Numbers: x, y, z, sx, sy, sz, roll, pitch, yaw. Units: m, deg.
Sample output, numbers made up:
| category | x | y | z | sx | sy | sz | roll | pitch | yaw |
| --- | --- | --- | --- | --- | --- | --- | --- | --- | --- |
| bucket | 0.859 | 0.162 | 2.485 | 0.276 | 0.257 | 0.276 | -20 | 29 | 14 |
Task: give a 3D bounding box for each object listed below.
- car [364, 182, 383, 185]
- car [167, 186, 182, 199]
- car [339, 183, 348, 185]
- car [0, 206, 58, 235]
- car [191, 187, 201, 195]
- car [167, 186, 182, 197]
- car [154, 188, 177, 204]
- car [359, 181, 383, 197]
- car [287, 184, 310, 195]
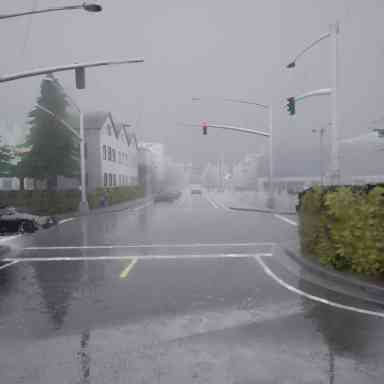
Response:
| category | x | y | z | sx | sy | sz | roll | pitch | yaw |
| --- | --- | --- | --- | --- | --- | --- | --- | --- | --- |
| car | 19.542 | -0.105 | 33.517 | 1.905 | 1.878 | 3.866 | -1 | 2 | 0 |
| car | -2.967 | 0.117 | 46.047 | 2.097 | 1.767 | 4.553 | -1 | 2 | 1 |
| car | 26.232 | -0.841 | 58.689 | 2.152 | 1.636 | 5.027 | -1 | 2 | 0 |
| car | -9.183 | 1.408 | 17.062 | 4.181 | 1.385 | 1.994 | -2 | 2 | 3 |
| car | 0.784 | -0.179 | 60.713 | 1.812 | 1.442 | 4.674 | -1 | 2 | 1 |
| car | -2.850 | -0.145 | 55.777 | 2.097 | 1.767 | 4.553 | -1 | 2 | 1 |
| car | -3.109 | 0.609 | 37.080 | 1.895 | 1.301 | 4.718 | -1 | 2 | 1 |
| car | 22.911 | -0.365 | 41.346 | 1.932 | 1.855 | 4.605 | -1 | 2 | 0 |
| car | 16.081 | -0.290 | 51.435 | 2.007 | 1.523 | 4.514 | -1 | 2 | 0 |
